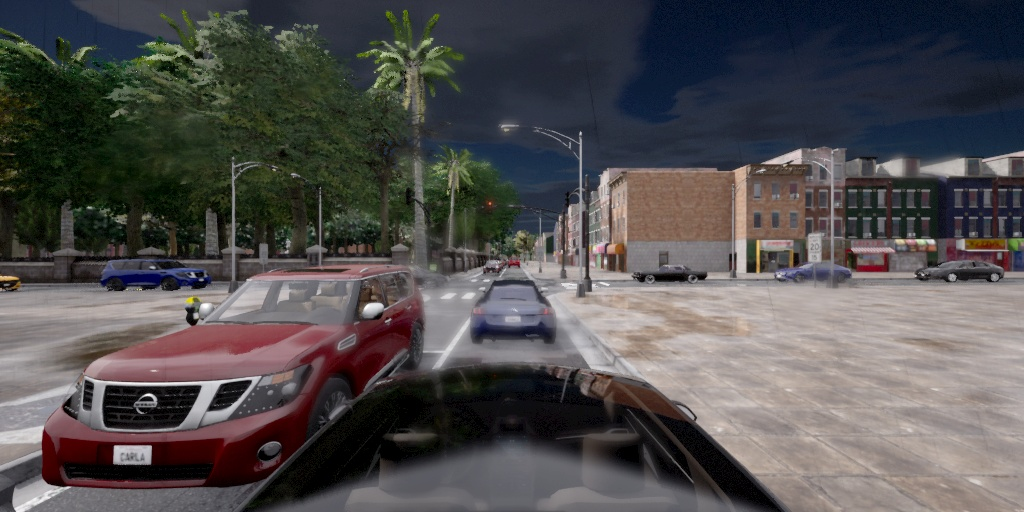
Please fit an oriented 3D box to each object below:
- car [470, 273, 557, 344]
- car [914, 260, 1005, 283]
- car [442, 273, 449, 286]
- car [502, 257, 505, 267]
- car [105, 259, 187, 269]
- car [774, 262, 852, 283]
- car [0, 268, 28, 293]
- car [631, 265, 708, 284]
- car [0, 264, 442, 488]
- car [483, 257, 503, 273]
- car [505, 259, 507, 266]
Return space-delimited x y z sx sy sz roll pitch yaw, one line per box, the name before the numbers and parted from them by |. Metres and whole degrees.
car | 0.042 1.316 9.622 1.994 1.385 4.181 0 0 0
car | 31.323 1.066 25.197 4.892 1.490 1.837 0 0 0
car | -6.434 1.315 22.432 4.902 1.511 2.128 -1 0 0
car | -2.367 1.290 48.840 1.967 1.591 4.097 0 0 0
car | -22.250 1.195 22.497 5.566 2.045 2.150 -1 0 0
car | 21.146 1.138 25.252 4.674 1.442 1.812 0 0 0
car | -34.236 1.578 22.564 5.008 1.535 1.882 -1 0 0
car | 10.982 1.279 25.309 4.718 1.301 1.895 0 0 1
car | -2.622 1.065 5.006 2.192 1.841 5.009 0 0 0
car | -2.401 1.268 43.152 1.967 1.591 4.097 0 0 0
car | -2.302 1.484 60.217 1.802 1.307 4.207 0 0 0
